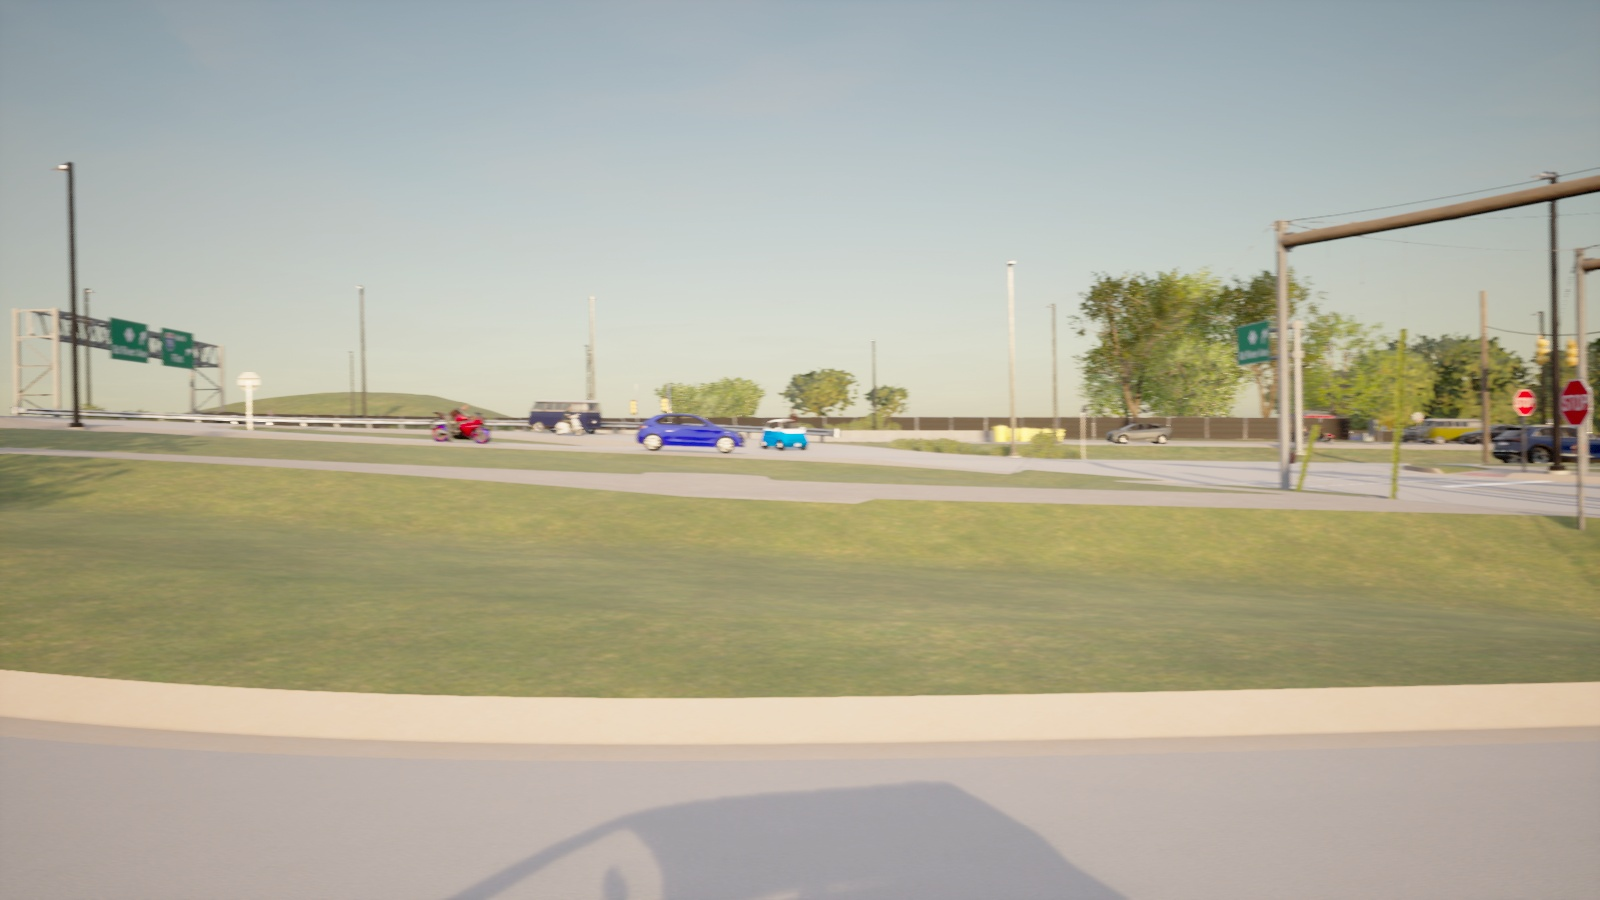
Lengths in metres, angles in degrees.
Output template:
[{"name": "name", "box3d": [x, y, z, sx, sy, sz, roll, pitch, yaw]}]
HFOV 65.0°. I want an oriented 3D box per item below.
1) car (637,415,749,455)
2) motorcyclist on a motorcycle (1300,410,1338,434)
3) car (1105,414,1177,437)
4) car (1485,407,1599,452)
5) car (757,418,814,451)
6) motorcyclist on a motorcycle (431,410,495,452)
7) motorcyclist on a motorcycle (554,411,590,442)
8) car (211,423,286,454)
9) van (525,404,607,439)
[{"name": "car", "box3d": [-4.078, -0.566, 48.165, 4.193, 1.474, 1.816, 1, 0, -3]}, {"name": "motorcyclist on a motorcycle", "box3d": [37.327, -1.992, 90.352, 2.350, 1.649, 0.766, -1, 0, -3]}, {"name": "car", "box3d": [24.355, -1.744, 89.779, 4.514, 1.525, 2.007, -1, 0, -3]}, {"name": "car", "box3d": [29.214, -0.791, 48.108, 4.856, 1.649, 2.033, -1, 0, -3]}, {"name": "car", "box3d": [-0.646, -0.683, 55.489, 1.481, 1.376, 2.207, -3, 3, -37]}, {"name": "motorcyclist on a motorcycle", "box3d": [-12.822, -0.713, 47.828, 2.191, 1.530, 0.866, 1, 0, -2]}, {"name": "motorcyclist on a motorcycle", "box3d": [-12.275, -1.283, 67.569, 1.817, 1.590, 0.866, 1, 3, 32]}, {"name": "car", "box3d": [-35.168, -0.734, 80.148, 3.866, 1.878, 1.905, -1, 0, -3]}, {"name": "van", "box3d": [-13.561, -1.645, 72.676, 4.442, 1.987, 1.775, 1, 1, 25]}]
